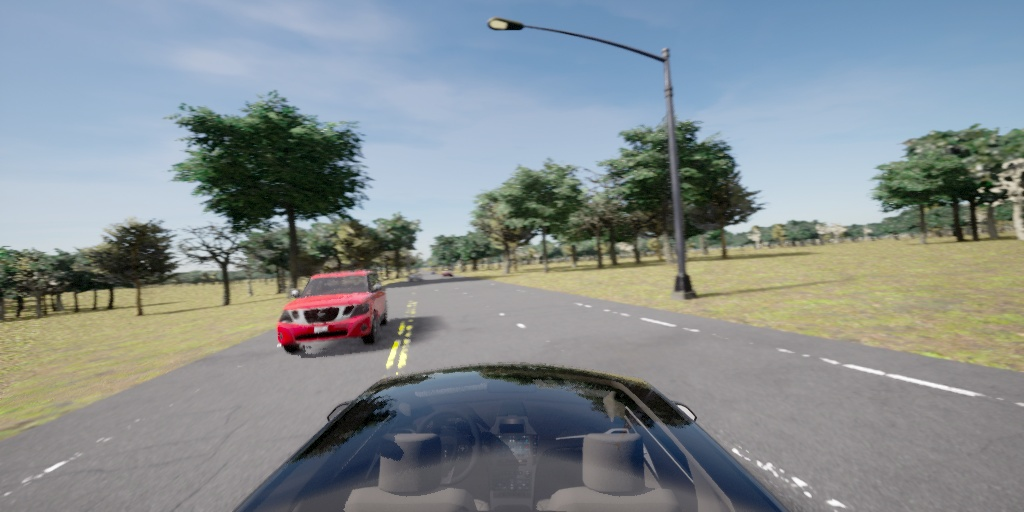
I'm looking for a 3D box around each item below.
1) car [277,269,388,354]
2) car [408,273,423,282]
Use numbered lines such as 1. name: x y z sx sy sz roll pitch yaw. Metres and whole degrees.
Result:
1. car: -5.200 1.478 11.159 2.150 2.045 5.566 -4 -1 -14
2. car: -15.611 3.416 57.928 1.895 1.301 4.718 -4 -1 -7
